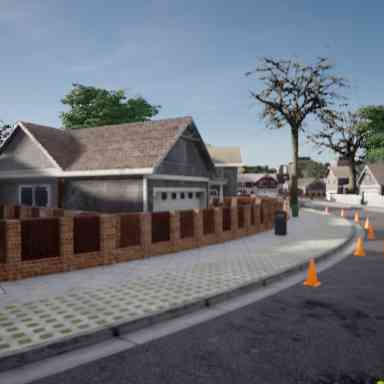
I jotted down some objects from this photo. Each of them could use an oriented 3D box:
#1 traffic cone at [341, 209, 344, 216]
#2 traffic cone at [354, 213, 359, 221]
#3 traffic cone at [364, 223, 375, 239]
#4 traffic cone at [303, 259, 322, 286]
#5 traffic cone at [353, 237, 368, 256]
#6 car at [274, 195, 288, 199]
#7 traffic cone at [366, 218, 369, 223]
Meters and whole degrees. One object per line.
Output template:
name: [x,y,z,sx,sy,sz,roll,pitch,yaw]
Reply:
traffic cone: [13.114,1.798,28.926,0.340,0.580,0.340,0,0,10]
traffic cone: [12.067,1.821,24.332,0.340,0.580,0.340,0,0,16]
traffic cone: [8.430,1.873,15.655,0.340,0.580,0.340,0,0,29]
traffic cone: [2.905,1.926,8.041,0.340,0.580,0.340,0,0,43]
traffic cone: [5.888,1.900,11.689,0.340,0.580,0.340,0,0,36]
car: [16.727,1.225,63.247,2.033,1.411,5.357,0,0,1]
traffic cone: [10.499,1.846,19.888,0.340,0.580,0.340,0,0,23]
